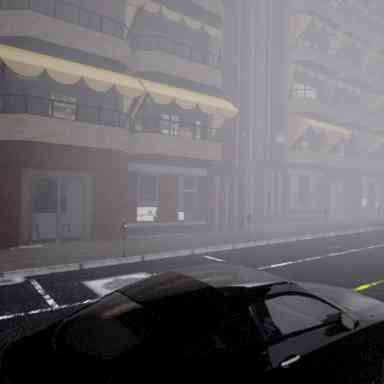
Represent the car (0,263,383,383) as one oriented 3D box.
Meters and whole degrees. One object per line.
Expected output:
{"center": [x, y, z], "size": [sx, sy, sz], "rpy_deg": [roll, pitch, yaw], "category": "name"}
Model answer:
{"center": [0.504, 1.527, 3.521], "size": [4.674, 1.442, 1.812], "rpy_deg": [0, 0, -35], "category": "car"}
